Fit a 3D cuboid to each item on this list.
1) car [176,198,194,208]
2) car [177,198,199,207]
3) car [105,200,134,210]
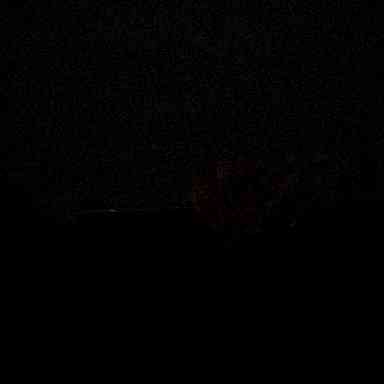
[{"bbox_3d":[-0.644,2.078,60.219,2.033,1.411,5.357,-1,-1,36],"label":"car"},{"bbox_3d":[-0.807,2.046,66.042,2.097,1.767,4.553,-1,-1,36],"label":"car"},{"bbox_3d":[-11.223,1.954,51.800,1.837,1.490,4.892,-1,-1,36],"label":"car"}]
